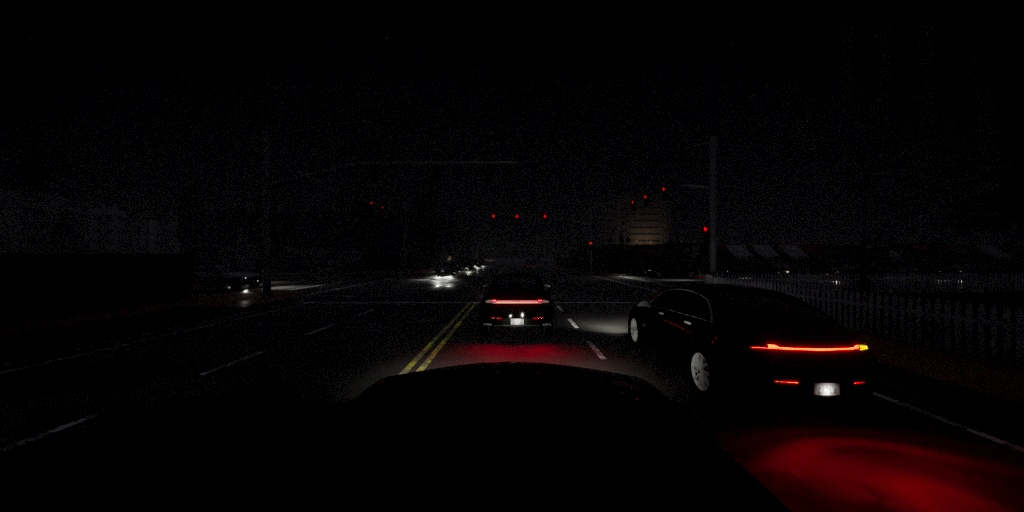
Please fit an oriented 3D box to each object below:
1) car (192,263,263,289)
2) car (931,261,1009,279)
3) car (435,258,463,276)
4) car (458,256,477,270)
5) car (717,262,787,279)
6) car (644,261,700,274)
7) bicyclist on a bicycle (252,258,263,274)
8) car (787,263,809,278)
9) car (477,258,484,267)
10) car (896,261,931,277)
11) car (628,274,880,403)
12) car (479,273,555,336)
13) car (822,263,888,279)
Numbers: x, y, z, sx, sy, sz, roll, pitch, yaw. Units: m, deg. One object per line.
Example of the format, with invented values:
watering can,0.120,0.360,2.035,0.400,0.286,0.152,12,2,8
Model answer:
car,-18.154,1.276,22.300,4.674,1.442,1.812,0,0,0
car,39.120,1.276,30.415,4.674,1.442,1.812,0,0,-1
car,-6.869,1.242,38.052,2.128,1.511,4.902,0,0,0
car,-6.789,0.970,51.432,2.150,2.045,5.566,0,0,0
car,19.627,1.241,30.067,4.902,1.511,2.128,0,0,-1
car,14.933,1.255,33.545,4.892,1.490,1.837,0,0,1
bicyclist on a bicycle,-26.161,1.051,36.892,0.582,1.620,1.656,0,0,-3
car,24.672,1.297,33.663,5.357,1.411,2.033,0,0,-1
car,-6.660,1.256,64.047,1.837,1.490,4.892,0,0,1
car,39.329,1.239,33.916,4.902,1.511,2.128,0,0,-1
car,3.589,1.255,6.467,1.837,1.490,4.892,0,0,1
car,0.134,1.242,10.372,2.128,1.511,4.902,0,0,0
car,28.887,1.276,30.231,4.674,1.442,1.812,0,0,-1
